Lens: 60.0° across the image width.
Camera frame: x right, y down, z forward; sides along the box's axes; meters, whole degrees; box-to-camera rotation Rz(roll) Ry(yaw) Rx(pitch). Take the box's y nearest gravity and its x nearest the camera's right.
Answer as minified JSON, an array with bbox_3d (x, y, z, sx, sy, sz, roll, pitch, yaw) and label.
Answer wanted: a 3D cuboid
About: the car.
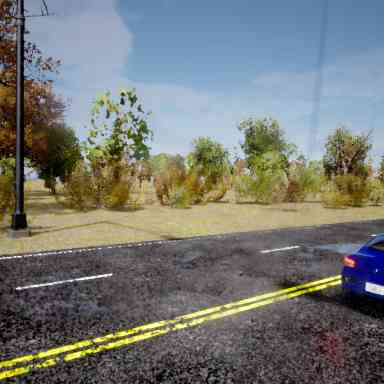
[{"bbox_3d":[4.943,1.453,6.894,4.674,1.442,1.812,0,2,-35],"label":"car"}]
